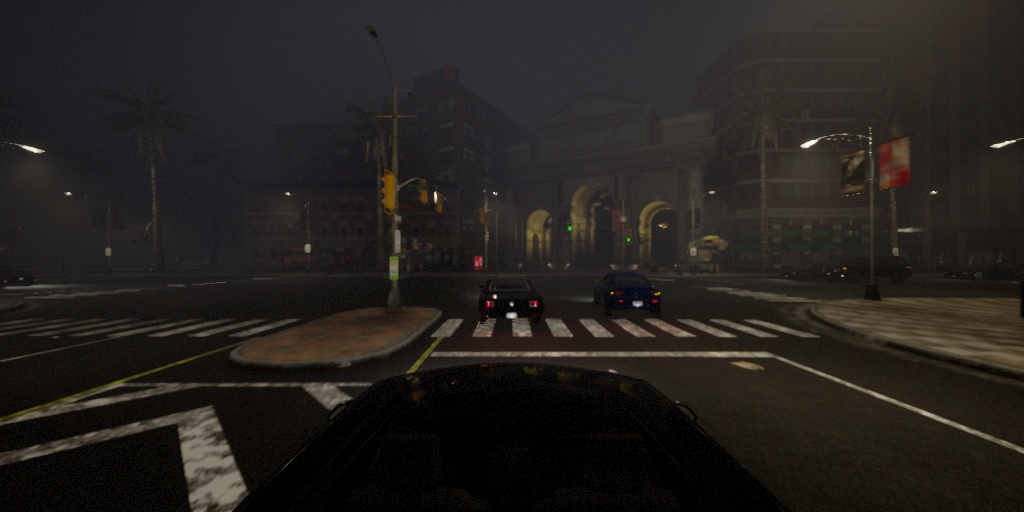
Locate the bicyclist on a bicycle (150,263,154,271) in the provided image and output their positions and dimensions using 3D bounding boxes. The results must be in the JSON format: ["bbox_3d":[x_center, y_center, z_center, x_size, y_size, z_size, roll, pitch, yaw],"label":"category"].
[{"bbox_3d":[-38.385,1.116,38.719,0.582,1.620,1.656,0,0,0],"label":"bicyclist on a bicycle"}]

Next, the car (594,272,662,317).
[{"bbox_3d":[4.155,1.296,13.304,1.812,1.442,4.674,0,0,7],"label":"car"}]

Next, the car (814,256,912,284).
[{"bbox_3d":[26.934,1.017,27.356,5.566,2.045,2.150,0,0,1],"label":"car"}]

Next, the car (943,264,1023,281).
[{"bbox_3d":[40.471,1.347,30.546,5.357,1.411,2.033,0,0,3],"label":"car"}]

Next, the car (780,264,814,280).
[{"bbox_3d":[26.298,1.348,30.871,5.357,1.411,2.033,0,0,1],"label":"car"}]

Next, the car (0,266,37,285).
[{"bbox_3d":[-35.097,1.354,24.212,4.181,1.385,1.994,0,0,1],"label":"car"}]

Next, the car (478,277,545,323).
[{"bbox_3d":[-0.177,1.370,12.205,1.895,1.301,4.718,0,0,-4],"label":"car"}]
